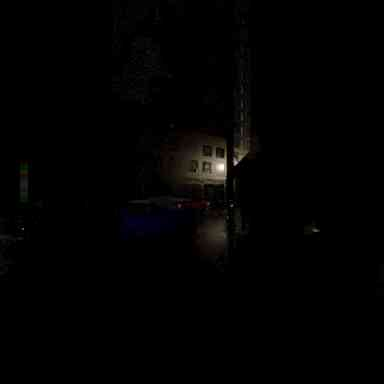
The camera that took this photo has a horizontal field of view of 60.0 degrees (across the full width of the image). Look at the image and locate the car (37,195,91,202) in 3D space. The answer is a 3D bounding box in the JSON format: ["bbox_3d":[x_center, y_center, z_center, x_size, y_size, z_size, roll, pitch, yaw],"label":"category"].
[{"bbox_3d":[-8.304,1.123,20.406,2.192,1.841,5.009,1,1,36],"label":"car"}]

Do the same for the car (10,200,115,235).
[{"bbox_3d":[-6.592,1.383,18.237,2.033,1.411,5.357,0,1,36],"label":"car"}]

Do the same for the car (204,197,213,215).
[{"bbox_3d":[-0.607,1.062,26.618,2.097,1.767,4.553,0,1,36],"label":"car"}]

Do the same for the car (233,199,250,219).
[{"bbox_3d":[5.151,1.280,24.585,2.008,1.369,4.403,1,1,36],"label":"car"}]

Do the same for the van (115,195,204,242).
[{"bbox_3d":[-1.366,1.208,15.453,1.690,1.788,3.998,1,1,36],"label":"van"}]

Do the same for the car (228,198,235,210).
[{"bbox_3d":[5.396,1.074,35.010,2.128,1.511,4.902,0,1,36],"label":"car"}]

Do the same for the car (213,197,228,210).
[{"bbox_3d":[1.474,1.167,34.105,1.947,1.339,4.313,1,2,36],"label":"car"}]
